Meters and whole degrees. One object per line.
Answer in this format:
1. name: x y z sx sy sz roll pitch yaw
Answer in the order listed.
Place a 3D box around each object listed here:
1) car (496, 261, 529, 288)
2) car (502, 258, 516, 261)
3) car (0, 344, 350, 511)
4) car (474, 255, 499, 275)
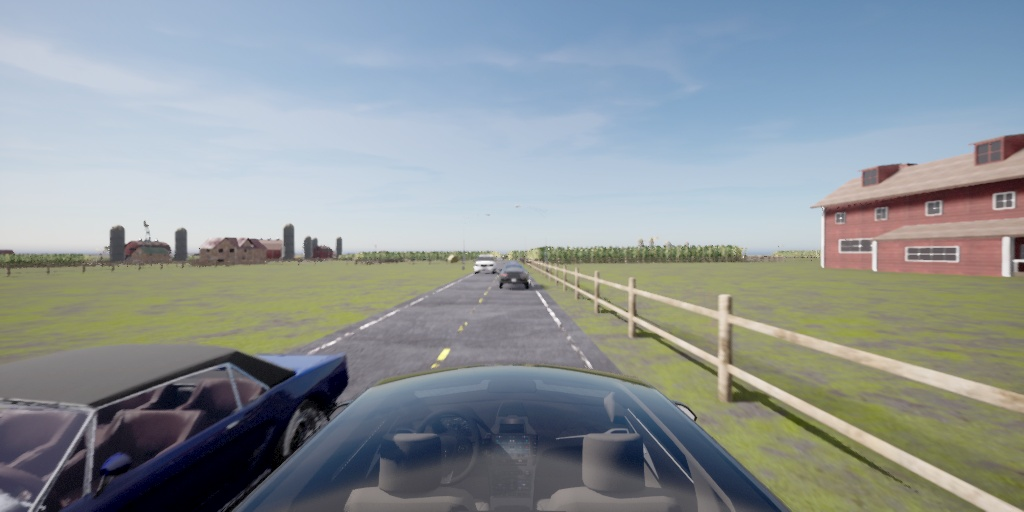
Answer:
1. car: 0.110 1.233 23.152 1.812 1.442 4.674 0 0 0
2. car: 0.099 1.221 41.922 2.033 1.411 5.357 0 0 0
3. car: -2.839 1.350 1.980 1.895 1.301 4.718 0 0 0
4. car: -2.843 0.897 38.989 2.150 2.045 5.566 0 0 0
